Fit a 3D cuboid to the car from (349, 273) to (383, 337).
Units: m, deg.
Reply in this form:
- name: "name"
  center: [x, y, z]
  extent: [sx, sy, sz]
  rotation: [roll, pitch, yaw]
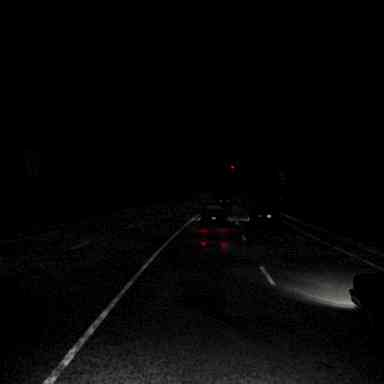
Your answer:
- name: "car"
  center: [3.709, 1.555, 3.578]
  extent: [2.033, 1.411, 5.357]
  rotation: [0, 0, 2]

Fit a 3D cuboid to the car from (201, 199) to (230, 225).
- name: "car"
  center: [1.624, 1.513, 23.826]
  extent: [1.812, 1.442, 4.674]
  rotation: [0, 0, 5]

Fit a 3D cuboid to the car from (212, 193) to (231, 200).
- name: "car"
  center: [3.566, 1.132, 40.784]
  extent: [2.150, 2.045, 5.566]
  rotation: [0, 0, 7]

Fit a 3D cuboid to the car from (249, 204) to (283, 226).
- name: "car"
  center: [5.051, 1.543, 23.189]
  extent: [2.033, 1.411, 5.357]
  rotation: [0, 0, 6]
